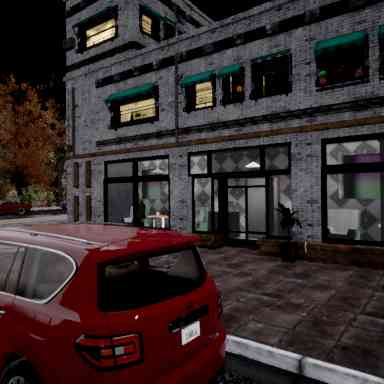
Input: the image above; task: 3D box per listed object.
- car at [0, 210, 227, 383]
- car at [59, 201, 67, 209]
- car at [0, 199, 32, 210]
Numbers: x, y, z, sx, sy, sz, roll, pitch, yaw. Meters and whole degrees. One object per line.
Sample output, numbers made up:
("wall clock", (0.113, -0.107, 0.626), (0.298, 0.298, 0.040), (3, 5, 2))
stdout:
("car", (-1.951, 1.316, 4.303), (5.009, 1.841, 2.192), (0, -1, 36))
("car", (-14.095, 1.362, 40.771), (1.994, 1.385, 4.181), (-1, 0, 37))
("car", (-17.558, 1.459, 30.744), (1.895, 1.301, 4.718), (-1, 0, 37))
